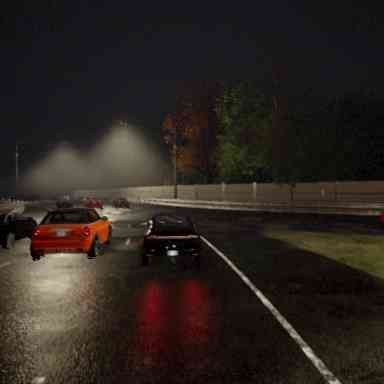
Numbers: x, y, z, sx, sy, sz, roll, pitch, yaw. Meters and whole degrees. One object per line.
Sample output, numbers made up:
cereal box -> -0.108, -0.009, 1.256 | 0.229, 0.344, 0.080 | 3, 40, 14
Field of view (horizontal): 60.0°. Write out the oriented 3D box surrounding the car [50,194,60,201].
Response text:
car -> -33.228, 1.296, 81.175 | 2.097, 1.767, 4.553 | 0, 0, -33

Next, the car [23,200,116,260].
car -> -4.417, 1.369, 12.813 | 2.097, 1.767, 4.553 | 0, 0, -6

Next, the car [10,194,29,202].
car -> -39.992, 1.321, 76.287 | 4.553, 1.767, 2.097 | 0, 0, 41

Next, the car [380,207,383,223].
car -> 14.143, 1.170, 19.396 | 5.566, 2.045, 2.150 | 0, 0, 26

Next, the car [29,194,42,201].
car -> -37.562, 1.312, 78.806 | 4.553, 1.767, 2.097 | 0, 0, 41

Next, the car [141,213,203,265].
car -> -0.772, 1.495, 11.721 | 2.128, 1.511, 4.902 | 0, 0, -6

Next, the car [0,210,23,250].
car -> -8.227, 1.523, 14.376 | 2.128, 1.511, 4.902 | 0, 0, -8

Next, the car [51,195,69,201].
car -> -17.142, 1.557, 44.313 | 2.128, 1.511, 4.902 | 0, 0, -25

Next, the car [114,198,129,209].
car -> -9.796, 1.543, 45.054 | 1.837, 1.490, 4.892 | 0, 0, -24

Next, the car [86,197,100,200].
car -> -13.248, 1.403, 44.181 | 2.097, 1.767, 4.553 | 0, 0, -24
